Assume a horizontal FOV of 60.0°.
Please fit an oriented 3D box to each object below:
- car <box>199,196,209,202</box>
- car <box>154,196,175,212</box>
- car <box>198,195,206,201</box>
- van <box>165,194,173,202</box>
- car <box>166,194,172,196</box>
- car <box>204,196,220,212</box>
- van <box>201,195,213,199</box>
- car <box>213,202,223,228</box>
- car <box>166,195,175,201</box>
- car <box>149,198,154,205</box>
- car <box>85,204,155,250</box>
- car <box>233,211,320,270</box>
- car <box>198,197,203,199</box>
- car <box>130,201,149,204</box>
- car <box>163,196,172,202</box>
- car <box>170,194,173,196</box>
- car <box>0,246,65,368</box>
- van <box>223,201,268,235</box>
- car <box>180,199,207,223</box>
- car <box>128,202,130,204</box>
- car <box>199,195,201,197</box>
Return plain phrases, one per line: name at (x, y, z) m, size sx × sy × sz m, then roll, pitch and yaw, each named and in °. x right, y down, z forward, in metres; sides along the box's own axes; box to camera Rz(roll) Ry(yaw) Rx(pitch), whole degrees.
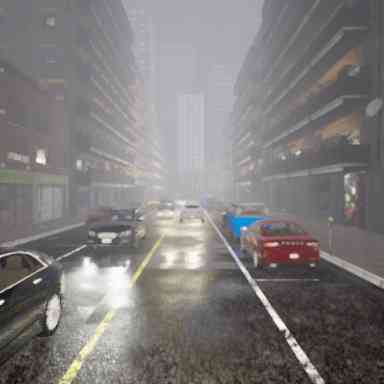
car at (2.721, 1.645, 77.266) m, size 2.008 × 1.369 × 4.403 m, roll -1°, pitch 0°, yaw 0°
car at (-2.987, 1.589, 40.094) m, size 2.033 × 1.411 × 5.357 m, roll 0°, pitch 0°, yaw 0°
car at (2.729, 1.672, 93.837) m, size 2.008 × 1.369 × 4.403 m, roll -1°, pitch 0°, yaw 0°
van at (-5.659, 1.443, 82.808) m, size 1.690 × 1.788 × 3.998 m, roll -1°, pitch 0°, yaw 0°
car at (-5.665, 1.643, 66.236) m, size 1.947 × 1.339 × 4.313 m, roll 0°, pitch 0°, yaw 0°
car at (2.702, 1.565, 38.772) m, size 1.752 × 1.417 × 4.829 m, roll 0°, pitch 0°, yaw 0°
van at (2.705, 1.395, 49.650) m, size 1.690 × 1.788 × 3.998 m, roll -1°, pitch 0°, yaw 0°
car at (2.694, 1.587, 22.033) m, size 1.947 × 1.339 × 4.313 m, roll 0°, pitch 0°, yaw 0°
car at (-5.656, 1.551, 88.331) m, size 1.967 × 1.590 × 4.097 m, roll -1°, pitch 0°, yaw 0°
car at (-5.674, 1.579, 49.497) m, size 1.752 × 1.417 × 4.829 m, roll 0°, pitch 0°, yaw 0°
car at (-3.081, 1.505, 14.487) m, size 2.128 × 1.511 × 4.902 m, roll 0°, pitch 0°, yaw 0°
car at (2.689, 1.555, 10.985) m, size 1.887 × 1.381 × 4.507 m, roll 0°, pitch 0°, yaw 0°
car at (0.096, 1.646, 42.962) m, size 1.895 × 1.301 × 4.718 m, roll 0°, pitch 0°, yaw 0°
car at (-5.681, 1.615, 33.096) m, size 1.802 × 1.307 × 4.206 m, roll 0°, pitch 0°, yaw 0°
car at (-5.660, 1.638, 77.284) m, size 1.887 × 1.381 × 4.507 m, roll 0°, pitch 0°, yaw 0°
car at (-5.662, 1.630, 71.760) m, size 1.887 × 1.381 × 4.507 m, roll 0°, pitch 0°, yaw 0°
car at (-3.096, 1.509, 3.892) m, size 1.837 × 1.490 × 4.892 m, roll 0°, pitch 0°, yaw 0°
van at (2.690, 1.357, 16.509) m, size 1.690 × 1.788 × 3.998 m, roll 0°, pitch 0°, yaw 0°
car at (0.030, 1.551, 25.898) m, size 1.812 × 1.442 × 4.674 m, roll 0°, pitch 0°, yaw 0°
car at (-5.687, 1.566, 22.049) m, size 1.887 × 1.381 × 4.507 m, roll 0°, pitch 0°, yaw 0°
car at (2.718, 1.636, 71.743) m, size 2.008 × 1.369 × 4.403 m, roll -1°, pitch 0°, yaw 0°
